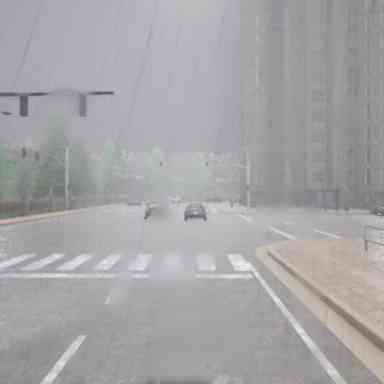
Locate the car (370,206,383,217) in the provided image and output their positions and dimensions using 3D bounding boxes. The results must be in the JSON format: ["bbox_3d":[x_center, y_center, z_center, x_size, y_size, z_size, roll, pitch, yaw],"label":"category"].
[{"bbox_3d":[19.953,1.740,32.266,4.892,1.490,1.837,0,0,0],"label":"car"}]

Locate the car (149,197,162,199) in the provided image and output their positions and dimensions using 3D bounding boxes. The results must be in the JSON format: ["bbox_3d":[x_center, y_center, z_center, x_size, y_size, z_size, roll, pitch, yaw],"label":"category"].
[{"bbox_3d":[-6.643,1.769,56.346,1.837,1.490,4.892,0,0,1],"label":"car"}]

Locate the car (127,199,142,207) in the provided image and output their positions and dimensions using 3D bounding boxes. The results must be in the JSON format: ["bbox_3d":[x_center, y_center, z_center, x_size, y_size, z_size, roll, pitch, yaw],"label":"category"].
[{"bbox_3d":[-10.080,1.833,58.271,1.994,1.385,4.181,0,0,2],"label":"car"}]

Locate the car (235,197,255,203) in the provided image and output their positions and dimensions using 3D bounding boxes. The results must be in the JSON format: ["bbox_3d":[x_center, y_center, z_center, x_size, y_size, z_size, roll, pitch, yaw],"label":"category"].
[{"bbox_3d":[13.766,1.960,86.601,4.902,1.511,2.128,0,0,-23],"label":"car"}]

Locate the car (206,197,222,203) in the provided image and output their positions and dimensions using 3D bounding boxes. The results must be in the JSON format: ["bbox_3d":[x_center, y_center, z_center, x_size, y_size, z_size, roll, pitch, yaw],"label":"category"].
[{"bbox_3d":[5.411,1.896,80.602,1.837,1.490,4.892,0,0,44],"label":"car"}]

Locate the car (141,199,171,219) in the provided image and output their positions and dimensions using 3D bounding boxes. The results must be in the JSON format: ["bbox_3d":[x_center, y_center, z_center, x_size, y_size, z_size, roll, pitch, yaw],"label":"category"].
[{"bbox_3d":[-3.197,1.695,30.541,1.812,1.442,4.674,0,0,0],"label":"car"}]

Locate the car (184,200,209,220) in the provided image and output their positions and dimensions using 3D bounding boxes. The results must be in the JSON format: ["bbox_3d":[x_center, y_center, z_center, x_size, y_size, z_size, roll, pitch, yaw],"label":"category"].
[{"bbox_3d":[0.312,1.746,30.163,1.994,1.385,4.181,0,0,0],"label":"car"}]

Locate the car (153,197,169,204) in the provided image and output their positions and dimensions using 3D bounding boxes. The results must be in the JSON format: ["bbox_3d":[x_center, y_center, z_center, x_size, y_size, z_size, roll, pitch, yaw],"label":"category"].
[{"bbox_3d":[-6.929,1.876,74.593,1.812,1.442,4.674,0,0,21],"label":"car"}]

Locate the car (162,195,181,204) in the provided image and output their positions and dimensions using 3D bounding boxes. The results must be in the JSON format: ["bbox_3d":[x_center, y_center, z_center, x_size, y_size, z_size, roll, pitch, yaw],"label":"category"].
[{"bbox_3d":[-4.272,1.568,71.935,2.150,2.045,5.566,0,0,21],"label":"car"}]

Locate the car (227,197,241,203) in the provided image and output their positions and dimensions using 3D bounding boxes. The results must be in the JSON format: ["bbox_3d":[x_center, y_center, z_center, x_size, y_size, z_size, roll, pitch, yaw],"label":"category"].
[{"bbox_3d":[10.800,1.998,80.709,4.718,1.301,1.895,0,0,-37],"label":"car"}]
